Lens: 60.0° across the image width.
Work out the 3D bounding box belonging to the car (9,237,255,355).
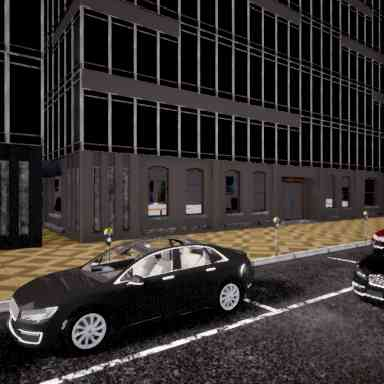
[{"bbox_3d":[-0.797,1.551,5.991,4.403,1.369,2.008,0,0,-35],"label":"car"}]

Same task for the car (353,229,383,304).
[{"bbox_3d":[5.439,1.504,7.256,4.892,1.490,1.837,0,0,-35],"label":"car"}]
